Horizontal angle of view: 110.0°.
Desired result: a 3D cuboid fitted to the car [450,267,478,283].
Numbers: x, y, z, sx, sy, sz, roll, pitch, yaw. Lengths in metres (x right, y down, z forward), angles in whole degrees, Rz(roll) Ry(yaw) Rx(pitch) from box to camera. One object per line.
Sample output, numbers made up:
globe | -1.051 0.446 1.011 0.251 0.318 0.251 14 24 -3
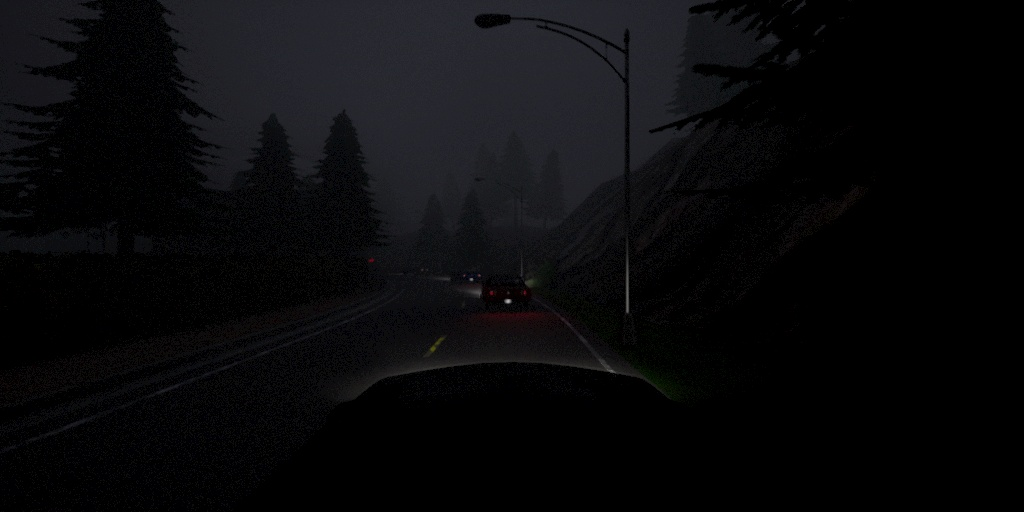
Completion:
car | -4.078 1.630 31.092 1.895 1.301 4.718 0 -1 -21

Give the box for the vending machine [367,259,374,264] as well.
vending machine | -21.963 1.455 55.266 0.880 2.100 1.100 0 0 19

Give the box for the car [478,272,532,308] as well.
car | -0.408 1.488 16.140 1.895 1.301 4.718 0 -1 -7

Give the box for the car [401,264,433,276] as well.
car | -11.826 1.705 44.570 2.033 1.411 5.357 1 -1 -43
